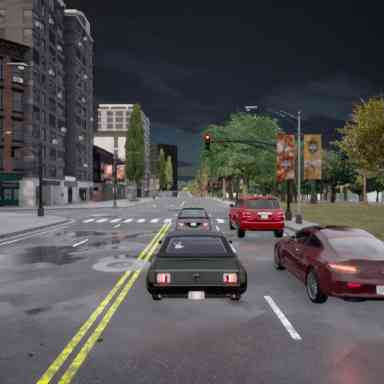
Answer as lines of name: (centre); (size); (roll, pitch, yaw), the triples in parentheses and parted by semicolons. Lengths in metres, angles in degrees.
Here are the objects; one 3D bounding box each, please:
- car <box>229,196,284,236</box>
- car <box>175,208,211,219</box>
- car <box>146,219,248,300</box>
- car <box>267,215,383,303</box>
car: (3.311, 1.218, 17.852); (2.150, 2.045, 5.566); (0, 0, 0)
car: (0.061, 1.543, 17.891); (2.033, 1.411, 5.357); (0, 0, 0)
car: (0.082, 1.599, 8.298); (1.895, 1.301, 4.718); (0, 0, 0)
car: (3.335, 1.524, 8.039); (1.812, 1.442, 4.674); (0, 0, 0)
